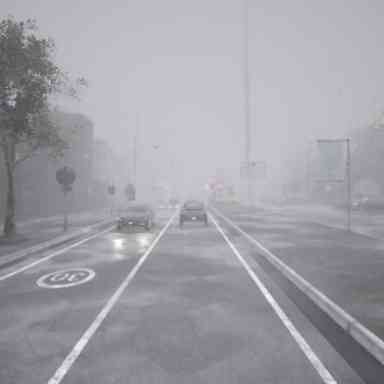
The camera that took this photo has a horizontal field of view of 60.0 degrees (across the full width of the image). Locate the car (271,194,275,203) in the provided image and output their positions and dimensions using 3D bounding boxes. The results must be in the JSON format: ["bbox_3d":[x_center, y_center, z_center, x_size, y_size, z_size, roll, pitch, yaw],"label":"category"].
[{"bbox_3d":[18.712,1.482,64.524,5.366,1.575,1.946,0,-1,0],"label":"car"}]

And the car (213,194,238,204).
[{"bbox_3d":[6.305,1.323,62.541,4.553,1.767,2.185,0,-1,0],"label":"car"}]

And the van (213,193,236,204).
[{"bbox_3d":[6.366,1.277,65.580,4.442,1.987,1.878,0,-1,0],"label":"van"}]

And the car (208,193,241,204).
[{"bbox_3d":[6.111,1.405,59.620,5.366,1.575,1.946,0,-1,0],"label":"car"}]

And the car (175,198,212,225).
[{"bbox_3d":[0.109,1.422,23.355,2.128,1.511,4.902,0,0,0],"label":"car"}]

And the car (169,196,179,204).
[{"bbox_3d":[-3.288,1.450,62.414,1.882,1.535,5.008,0,-1,0],"label":"car"}]

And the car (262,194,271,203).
[{"bbox_3d":[18.454,1.347,70.243,5.566,2.045,2.435,0,-2,-1],"label":"car"}]

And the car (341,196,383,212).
[{"bbox_3d":[18.768,1.212,35.103,4.553,1.767,2.185,0,0,0],"label":"car"}]

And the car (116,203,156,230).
[{"bbox_3d":[-3.341,1.443,20.485,1.837,1.490,4.892,0,0,0],"label":"car"}]

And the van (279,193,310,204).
[{"bbox_3d":[18.452,1.177,59.070,4.442,1.987,1.878,0,-1,0],"label":"van"}]

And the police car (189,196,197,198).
[{"bbox_3d":[0.113,1.335,42.058,2.038,1.542,4.974,0,-1,0],"label":"police car"}]

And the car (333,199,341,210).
[{"bbox_3d":[18.699,1.369,38.274,4.674,1.452,2.002,0,0,0],"label":"car"}]

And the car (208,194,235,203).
[{"bbox_3d":[6.224,1.382,71.771,5.566,2.045,2.435,0,-1,-1],"label":"car"}]

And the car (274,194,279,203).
[{"bbox_3d":[18.732,1.439,61.863,5.366,1.575,1.946,0,-1,0],"label":"car"}]
